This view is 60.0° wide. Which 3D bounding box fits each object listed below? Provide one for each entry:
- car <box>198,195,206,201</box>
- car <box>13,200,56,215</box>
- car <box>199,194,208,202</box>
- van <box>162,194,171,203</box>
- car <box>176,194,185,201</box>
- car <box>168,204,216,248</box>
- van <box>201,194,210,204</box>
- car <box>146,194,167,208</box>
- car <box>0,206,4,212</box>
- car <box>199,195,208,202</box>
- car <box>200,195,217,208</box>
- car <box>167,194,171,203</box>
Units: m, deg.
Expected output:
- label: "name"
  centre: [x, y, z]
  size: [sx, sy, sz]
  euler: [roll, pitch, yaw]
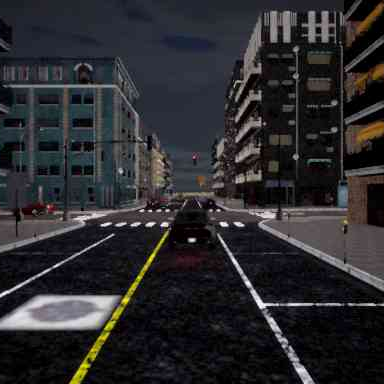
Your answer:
- label: "car"
  centre: [2.567, 1.509, 86.597]
  size: [2.008, 1.369, 4.403]
  euler: [0, 0, 0]
- label: "car"
  centre: [-16.915, 1.633, 35.572]
  size: [4.097, 1.590, 1.967]
  euler: [-1, 1, 0]
- label: "car"
  centre: [2.567, 1.563, 58.836]
  size: [1.802, 1.307, 4.206]
  euler: [0, 0, 0]
- label: "van"
  centre: [-5.313, 1.313, 69.940]
  size: [1.690, 1.788, 3.998]
  euler: [0, 0, 0]
- label: "car"
  centre: [-2.750, 1.274, 79.149]
  size: [2.097, 1.767, 4.553]
  euler: [0, 0, 0]
- label: "car"
  centre: [0.000, 1.516, 14.650]
  size: [1.837, 1.490, 4.892]
  euler: [0, 0, 0]
- label: "van"
  centre: [2.568, 1.318, 64.389]
  size: [1.690, 1.788, 3.998]
  euler: [0, 0, 0]
- label: "car"
  centre: [-5.313, 1.303, 47.732]
  size: [2.192, 1.841, 5.009]
  euler: [0, 0, 0]
- label: "car"
  centre: [-22.462, 1.843, 35.612]
  size: [4.206, 1.307, 1.802]
  euler: [-1, 1, 0]
- label: "car"
  centre: [2.567, 1.408, 75.492]
  size: [1.967, 1.590, 4.097]
  euler: [0, 0, 0]
- label: "car"
  centre: [2.567, 1.554, 47.733]
  size: [1.947, 1.339, 4.313]
  euler: [0, 0, 0]
- label: "car"
  centre: [-5.313, 1.521, 64.388]
  size: [1.887, 1.381, 4.507]
  euler: [0, 0, 0]
